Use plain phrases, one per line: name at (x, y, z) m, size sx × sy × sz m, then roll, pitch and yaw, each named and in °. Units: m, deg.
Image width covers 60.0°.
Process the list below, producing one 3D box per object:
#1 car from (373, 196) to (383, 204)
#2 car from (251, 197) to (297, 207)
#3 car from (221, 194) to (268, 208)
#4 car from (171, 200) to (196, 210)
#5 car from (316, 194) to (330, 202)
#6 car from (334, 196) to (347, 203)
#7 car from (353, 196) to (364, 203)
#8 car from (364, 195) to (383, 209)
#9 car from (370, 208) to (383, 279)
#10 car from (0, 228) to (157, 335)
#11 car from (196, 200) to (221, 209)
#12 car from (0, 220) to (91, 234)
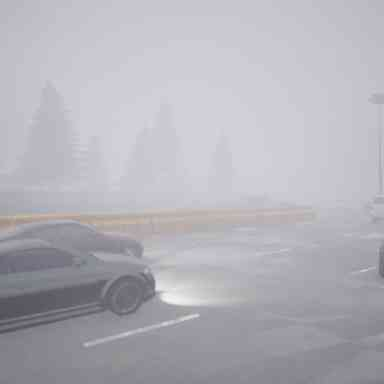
car at (36.198, 1.470, 64.062) m, size 1.812 × 1.442 × 4.674 m, roll 0°, pitch 0°, yaw 34°
car at (8.362, 1.527, 32.480) m, size 5.008 × 1.535 × 1.882 m, roll 0°, pitch 0°, yaw -41°
car at (5.993, 1.275, 35.017) m, size 5.566 × 2.045 × 2.150 m, roll 0°, pitch 0°, yaw -41°
car at (0.133, 1.608, 39.191) m, size 5.357 × 1.411 × 2.033 m, roll 0°, pitch 0°, yaw -40°
car at (27.623, 1.283, 70.131) m, size 2.097 × 1.767 × 4.553 m, roll 0°, pitch 0°, yaw 34°
car at (30.319, 1.486, 67.860) m, size 2.128 × 1.511 × 4.902 m, roll 0°, pitch 0°, yaw 34°
car at (33.258, 1.478, 65.961) m, size 1.812 × 1.442 × 4.674 m, roll 0°, pitch 0°, yaw 34°
car at (14.785, 1.258, 23.841) m, size 5.566 × 2.045 × 2.150 m, roll 0°, pitch 0°, yaw -41°
car at (6.900, 1.364, 8.755) m, size 4.553 × 1.767 × 2.097 m, roll 0°, pitch 0°, yaw -36°
car at (-2.765, 1.575, 6.108) m, size 4.181 × 1.385 × 1.994 m, roll 0°, pitch 0°, yaw -35°
car at (2.988, 1.621, 37.084) m, size 4.181 × 1.385 × 1.994 m, roll 0°, pitch 0°, yaw -41°
car at (-3.670, 1.541, 9.755) m, size 4.674 × 1.442 × 1.812 m, roll 0°, pitch 0°, yaw -35°
